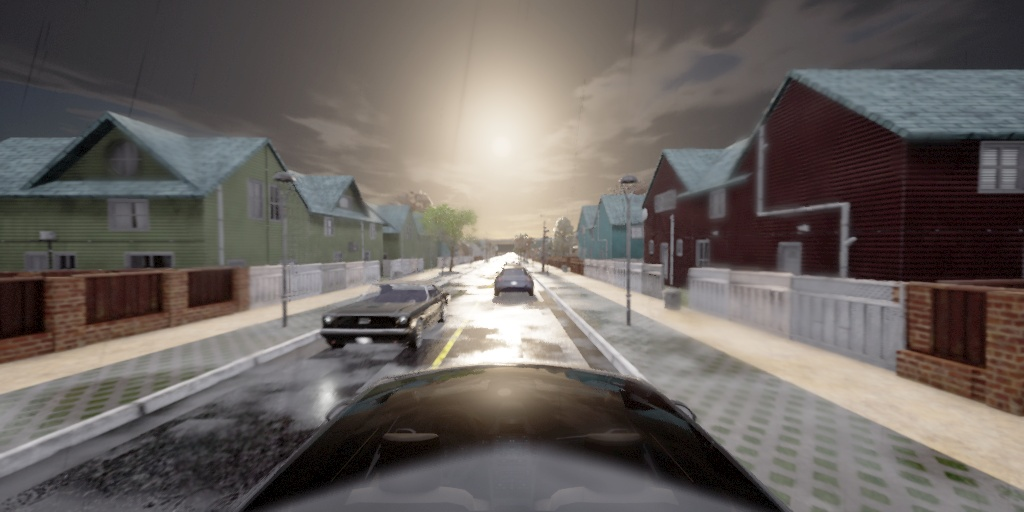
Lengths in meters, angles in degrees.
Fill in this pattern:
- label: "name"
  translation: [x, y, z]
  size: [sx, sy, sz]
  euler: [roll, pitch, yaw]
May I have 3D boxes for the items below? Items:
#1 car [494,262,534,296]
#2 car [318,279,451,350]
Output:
- label: "car"
  translation: [0.095, 1.224, 18.754]
  size: [1.994, 1.385, 4.181]
  euler: [0, 0, 0]
- label: "car"
  translation: [-2.852, 1.311, 9.127]
  size: [1.895, 1.301, 4.718]
  euler: [0, 0, 0]
